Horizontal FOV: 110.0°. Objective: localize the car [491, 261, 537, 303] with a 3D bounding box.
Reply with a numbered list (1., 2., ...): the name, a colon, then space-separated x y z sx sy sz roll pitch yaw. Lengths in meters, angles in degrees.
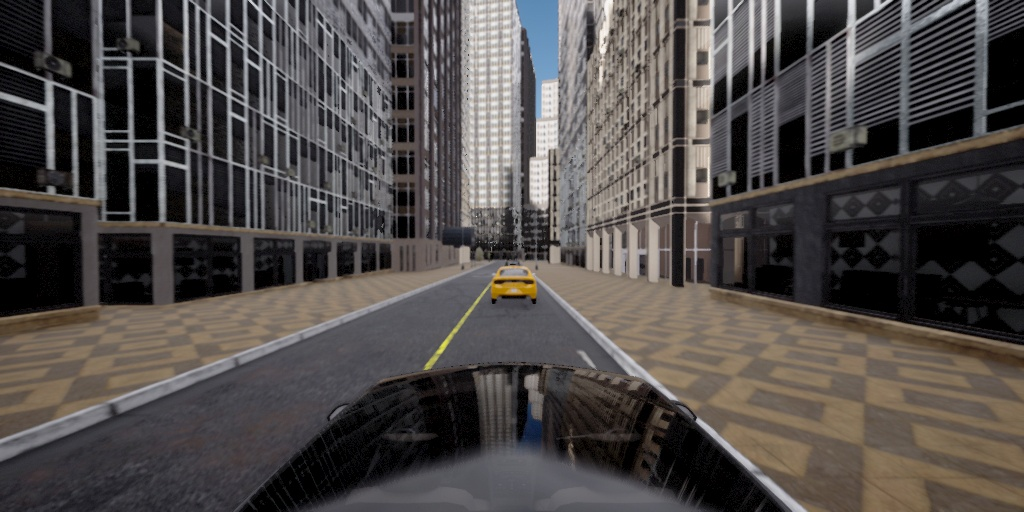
1. car: 0.081 1.188 16.454 1.882 1.535 5.008 0 0 0
